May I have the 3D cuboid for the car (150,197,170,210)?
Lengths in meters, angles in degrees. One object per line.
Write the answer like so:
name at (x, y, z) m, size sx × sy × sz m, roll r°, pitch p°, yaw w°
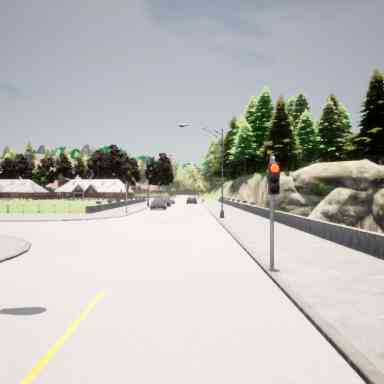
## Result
car at (-4.214, 1.526, 42.633) m, size 1.812 × 1.442 × 4.674 m, roll 0°, pitch 0°, yaw -1°

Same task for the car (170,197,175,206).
car at (-4.233, 1.547, 52.341) m, size 2.033 × 1.411 × 5.357 m, roll 0°, pitch 0°, yaw -1°

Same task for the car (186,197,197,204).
car at (-0.073, 1.563, 64.917) m, size 1.994 × 1.385 × 4.181 m, roll 0°, pitch 0°, yaw 0°

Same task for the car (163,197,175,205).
car at (-4.225, 1.601, 62.154) m, size 1.895 × 1.301 × 4.718 m, roll 0°, pitch 0°, yaw 0°
